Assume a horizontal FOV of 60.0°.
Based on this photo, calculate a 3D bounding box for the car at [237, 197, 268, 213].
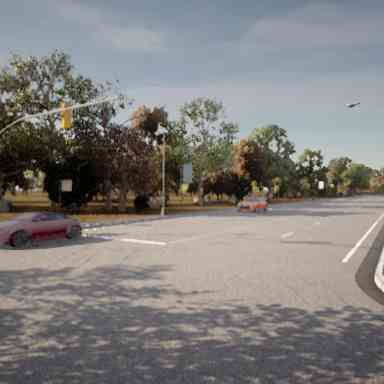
[{"bbox_3d":[6.608,1.333,36.380,2.097,1.767,4.553,0,0,32],"label":"car"}]

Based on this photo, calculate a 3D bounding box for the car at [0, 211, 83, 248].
[{"bbox_3d":[-7.003,1.555,14.806,1.994,1.385,4.181,0,0,32],"label":"car"}]
